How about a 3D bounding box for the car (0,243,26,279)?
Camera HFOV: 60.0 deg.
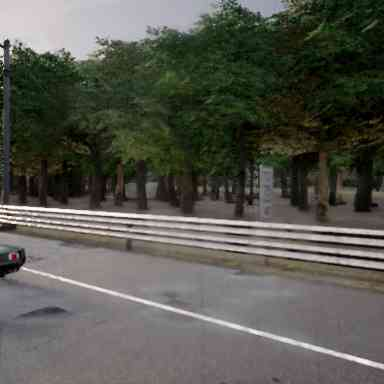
[{"bbox_3d":[-6.436,1.518,8.237,4.718,1.301,1.895,1,0,28],"label":"car"}]
